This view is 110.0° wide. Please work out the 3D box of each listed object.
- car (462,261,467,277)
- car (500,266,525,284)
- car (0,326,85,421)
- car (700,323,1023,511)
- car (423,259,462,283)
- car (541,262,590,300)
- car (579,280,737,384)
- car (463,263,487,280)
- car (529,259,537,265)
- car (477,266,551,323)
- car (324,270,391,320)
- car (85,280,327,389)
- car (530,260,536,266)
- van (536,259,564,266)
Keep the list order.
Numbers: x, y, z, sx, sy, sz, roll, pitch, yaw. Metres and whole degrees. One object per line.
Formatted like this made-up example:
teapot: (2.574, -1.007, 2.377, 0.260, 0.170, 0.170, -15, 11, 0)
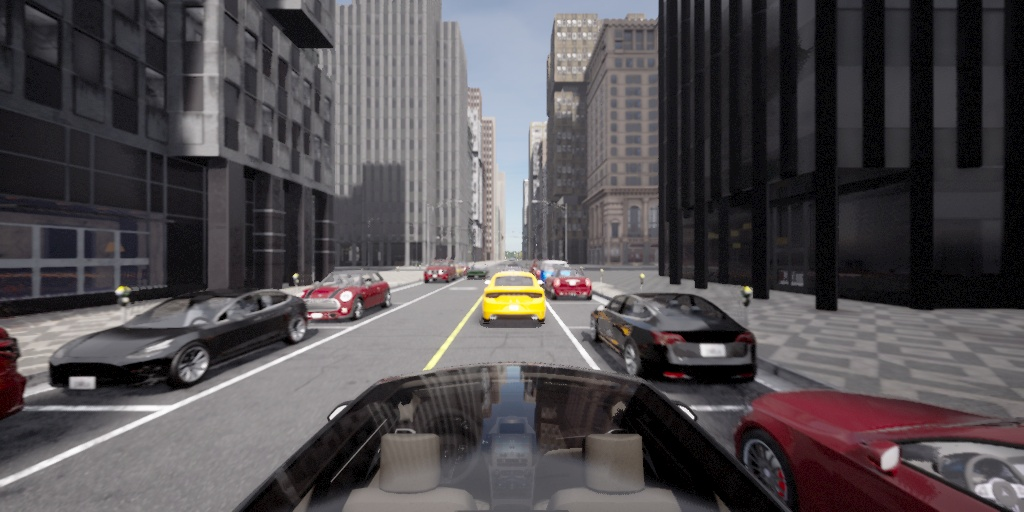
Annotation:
car: (-5.773, 1.436, 34.830, 1.751, 1.417, 4.829, 0, 0, 0)
car: (0.073, 1.484, 29.358, 1.895, 1.301, 4.718, 0, 0, 0)
car: (-5.763, 1.063, 1.388, 2.192, 1.841, 5.009, 0, 0, 0)
car: (2.763, 1.331, 1.394, 1.802, 1.307, 4.207, 0, 0, 0)
car: (-5.772, 1.198, 29.398, 2.192, 1.841, 5.009, 0, 0, 0)
car: (2.757, 1.269, 18.199, 1.967, 1.591, 4.097, 0, 0, 0)
car: (2.761, 1.341, 6.996, 1.948, 1.339, 4.313, 0, 0, 0)
car: (-3.092, 1.504, 33.366, 1.895, 1.301, 4.718, 0, 0, 0)
car: (2.752, 1.226, 35.005, 2.192, 1.841, 5.009, 0, 0, 0)
car: (0.066, 1.279, 12.382, 1.882, 1.535, 5.008, 0, 0, 0)
car: (-5.766, 1.242, 12.592, 1.967, 1.591, 4.097, 0, 0, 0)
car: (-5.764, 1.341, 6.990, 1.948, 1.339, 4.313, 0, 0, 0)
car: (2.754, 1.323, 29.402, 1.967, 1.591, 4.097, 0, 0, 0)
van: (2.756, 1.197, 23.801, 1.690, 1.789, 3.998, 0, 0, 0)
